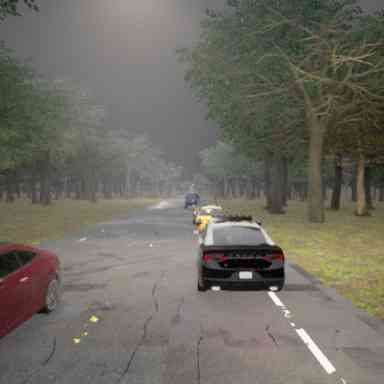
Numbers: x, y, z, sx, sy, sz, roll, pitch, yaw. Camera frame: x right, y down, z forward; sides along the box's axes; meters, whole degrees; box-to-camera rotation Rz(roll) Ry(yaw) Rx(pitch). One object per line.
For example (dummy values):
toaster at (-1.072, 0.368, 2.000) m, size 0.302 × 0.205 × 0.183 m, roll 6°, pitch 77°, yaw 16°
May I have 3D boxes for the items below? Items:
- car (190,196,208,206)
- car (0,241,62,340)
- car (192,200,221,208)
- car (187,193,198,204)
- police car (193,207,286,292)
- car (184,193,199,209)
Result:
car at (1.098, 1.382, 25.011) m, size 2.097 × 1.767 × 4.553 m, roll 0°, pitch 0°, yaw 0°
car at (-3.490, 1.536, 4.929) m, size 1.812 × 1.442 × 4.674 m, roll 0°, pitch 0°, yaw 0°
car at (1.088, 1.485, 19.229) m, size 1.801 × 1.575 × 5.366 m, roll 0°, pitch 0°, yaw 0°
car at (0.125, 1.186, 64.045) m, size 2.150 × 2.045 × 5.566 m, roll 0°, pitch 0°, yaw 0°
police car at (1.068, 1.443, 9.148) m, size 1.930 × 1.638 × 5.238 m, roll 0°, pitch 0°, yaw 0°
car at (0.103, 1.232, 45.775) m, size 2.150 × 2.045 × 5.566 m, roll 0°, pitch 0°, yaw 0°
